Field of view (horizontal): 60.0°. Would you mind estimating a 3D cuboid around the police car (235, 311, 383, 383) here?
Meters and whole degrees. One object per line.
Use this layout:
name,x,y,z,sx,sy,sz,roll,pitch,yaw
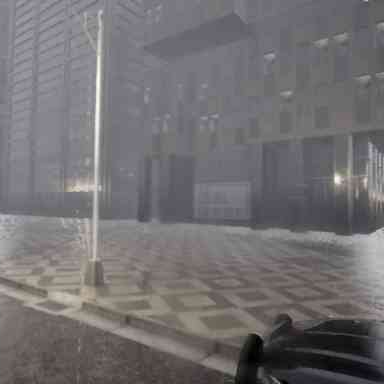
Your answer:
police car,2.830,1.601,2.319,5.238,1.638,1.930,-1,-3,36
